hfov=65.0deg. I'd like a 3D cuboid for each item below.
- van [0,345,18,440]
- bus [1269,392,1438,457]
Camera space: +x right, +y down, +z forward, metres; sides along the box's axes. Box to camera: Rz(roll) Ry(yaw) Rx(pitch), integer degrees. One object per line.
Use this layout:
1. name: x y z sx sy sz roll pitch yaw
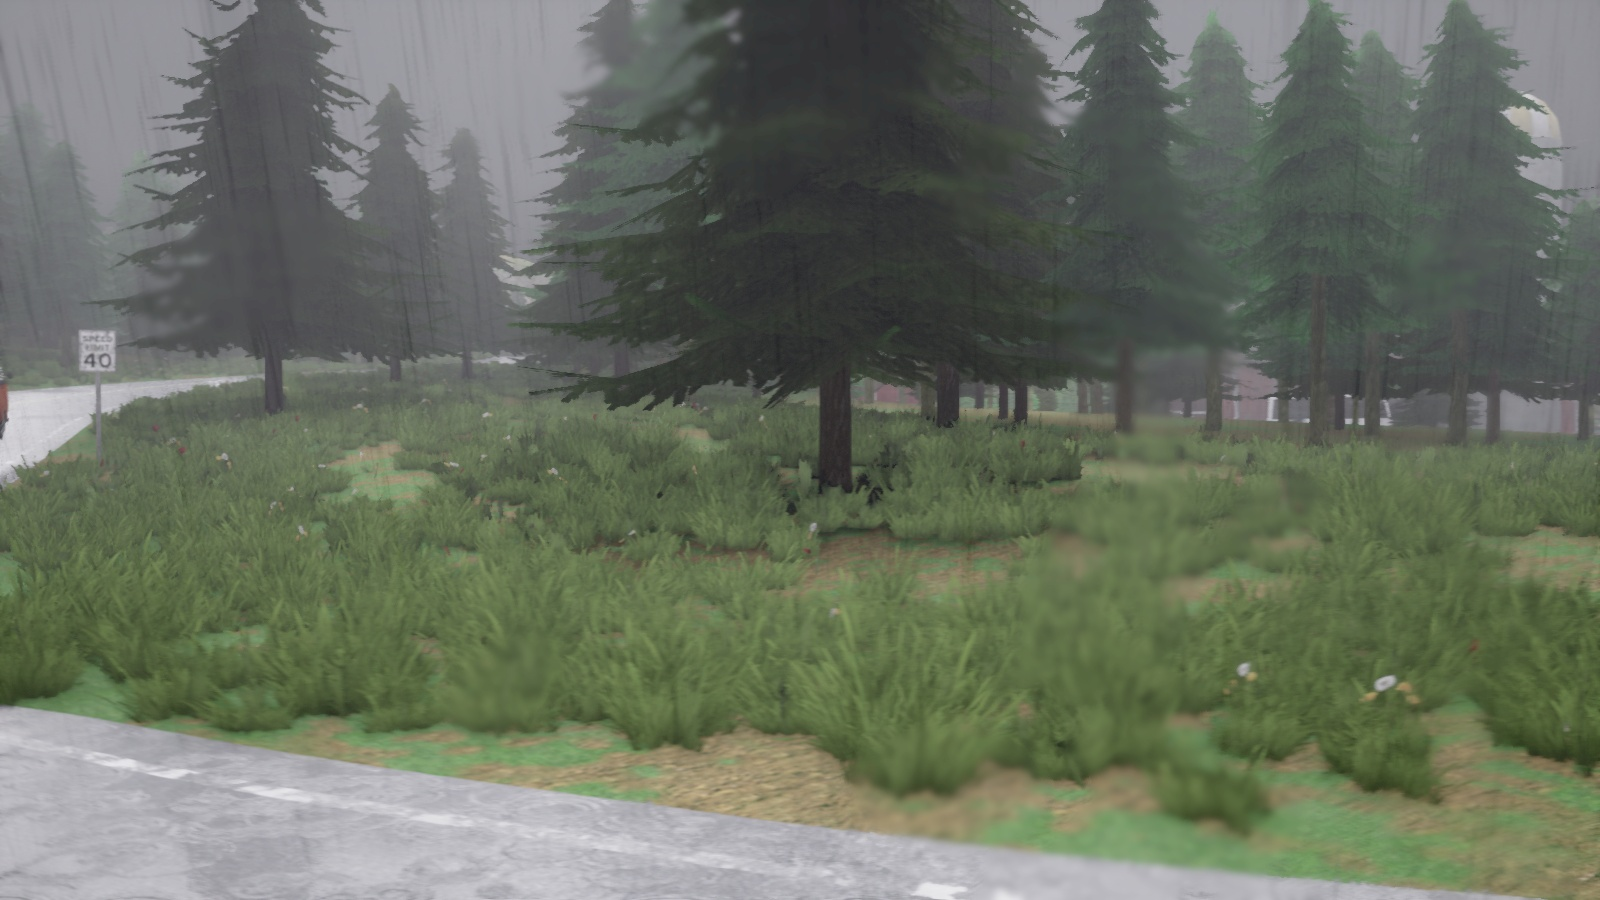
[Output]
1. van: -18.443 -1.243 27.361 1.775 1.987 4.442 0 6 -24
2. bus: 38.402 -1.768 87.557 3.944 4.253 10.273 0 1 -33
